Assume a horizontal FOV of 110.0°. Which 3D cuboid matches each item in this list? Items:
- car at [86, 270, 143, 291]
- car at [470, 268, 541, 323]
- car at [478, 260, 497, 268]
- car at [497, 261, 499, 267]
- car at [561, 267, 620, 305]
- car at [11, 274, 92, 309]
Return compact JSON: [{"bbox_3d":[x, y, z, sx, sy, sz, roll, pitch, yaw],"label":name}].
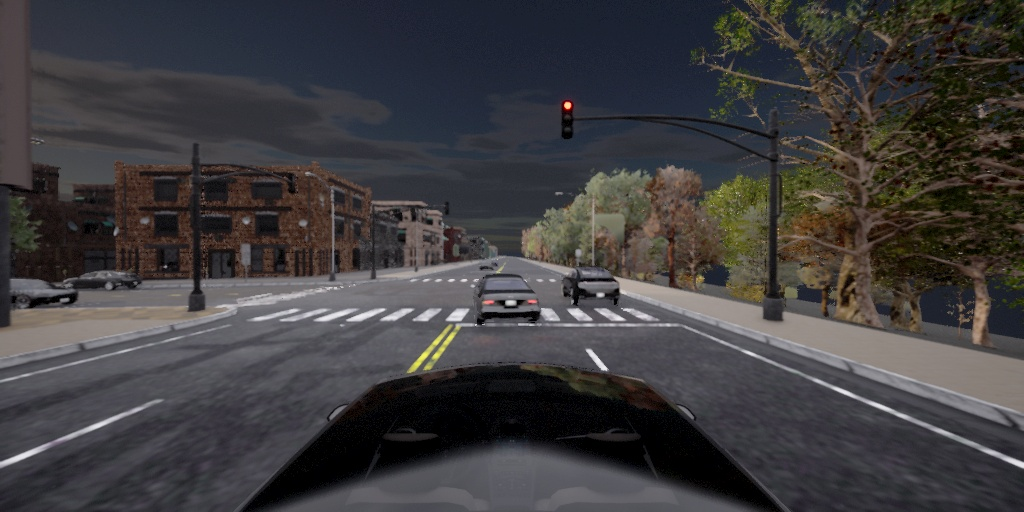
[{"bbox_3d":[-28.335,1.667,24.875,4.403,1.370,2.007,0,0,-1],"label":"car"},{"bbox_3d":[-0.365,1.294,12.074,2.033,1.411,5.357,0,0,-8],"label":"car"},{"bbox_3d":[-3.418,1.243,48.570,1.837,1.490,4.892,0,0,0],"label":"car"},{"bbox_3d":[-3.416,1.337,64.437,1.895,1.301,4.718,0,0,0],"label":"car"},{"bbox_3d":[3.326,1.238,15.843,2.128,1.511,4.902,0,0,0],"label":"car"},{"bbox_3d":[-22.623,1.683,16.356,4.313,1.339,1.948,0,0,-1],"label":"car"}]
